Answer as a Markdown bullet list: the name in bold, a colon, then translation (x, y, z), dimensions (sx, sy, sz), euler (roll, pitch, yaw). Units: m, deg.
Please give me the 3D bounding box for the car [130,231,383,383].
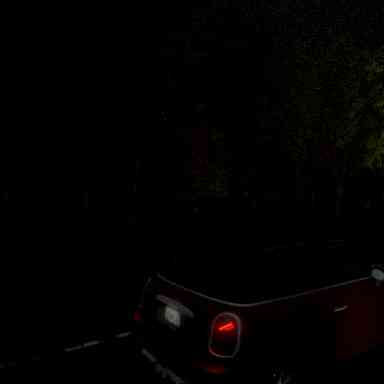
- **car**: translation (1.517, 1.365, 4.828), dimensions (4.553, 1.767, 2.097), euler (0, 0, -35)
